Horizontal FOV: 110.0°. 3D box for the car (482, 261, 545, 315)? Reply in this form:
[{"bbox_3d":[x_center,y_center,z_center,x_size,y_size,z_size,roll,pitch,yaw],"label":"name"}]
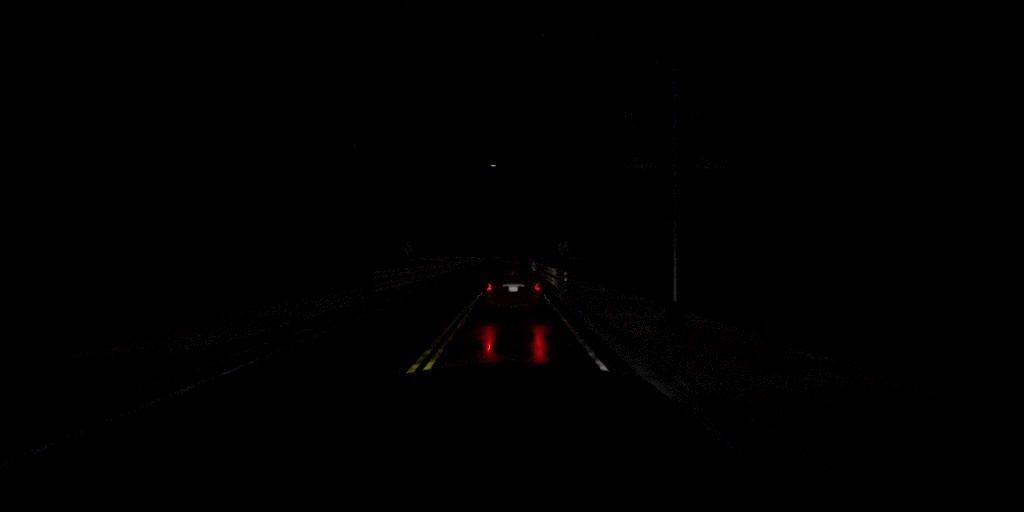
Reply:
[{"bbox_3d":[0.057,1.088,13.735,2.097,1.767,4.553,0,0,0],"label":"car"}]
